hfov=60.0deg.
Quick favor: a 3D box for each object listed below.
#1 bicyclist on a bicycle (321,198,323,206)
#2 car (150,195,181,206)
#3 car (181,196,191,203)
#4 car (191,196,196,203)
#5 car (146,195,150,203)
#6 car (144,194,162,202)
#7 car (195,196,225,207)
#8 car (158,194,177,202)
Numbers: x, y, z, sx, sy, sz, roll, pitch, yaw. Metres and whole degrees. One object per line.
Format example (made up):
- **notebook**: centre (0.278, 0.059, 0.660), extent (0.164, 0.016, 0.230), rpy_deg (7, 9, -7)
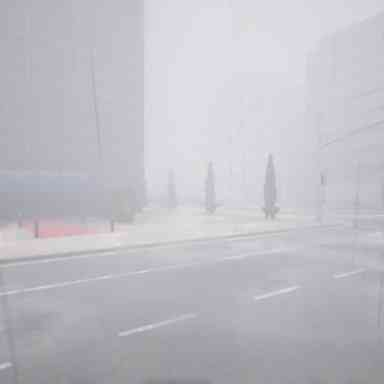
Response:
- **bicyclist on a bicycle**: centre (18.287, 1.172, 47.791), extent (1.656, 1.620, 0.582), rpy_deg (-1, 0, -35)
- **car**: centre (-4.211, 1.269, 52.994), extent (2.097, 1.767, 4.553), rpy_deg (0, 0, -35)
- **car**: centre (-2.924, 1.386, 63.618), extent (2.128, 1.511, 4.902), rpy_deg (0, 0, -34)
- **car**: centre (-0.046, 1.485, 65.613), extent (1.895, 1.301, 4.718), rpy_deg (0, 0, -35)
- **car**: centre (-8.174, 1.452, 64.928), extent (1.812, 1.442, 4.674), rpy_deg (0, 0, -35)
- **car**: centre (-8.408, 1.279, 71.375), extent (1.882, 1.535, 5.008), rpy_deg (0, 0, -35)
- **car**: centre (2.909, 1.470, 48.895), extent (1.994, 1.385, 4.181), rpy_deg (0, 0, -35)
- **car**: centre (-5.538, 1.268, 73.379), extent (1.882, 1.535, 5.008), rpy_deg (0, 0, -35)
